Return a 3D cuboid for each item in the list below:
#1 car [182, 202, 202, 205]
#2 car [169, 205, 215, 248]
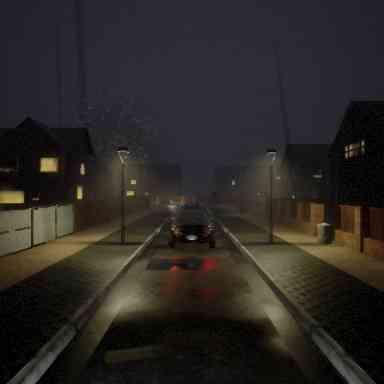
[{"bbox_3d":[0.000,1.574,29.658,1.994,1.385,4.181,0,0,0],"label":"car"},{"bbox_3d":[0.000,1.536,14.654,1.812,1.442,4.674,0,0,0],"label":"car"}]
